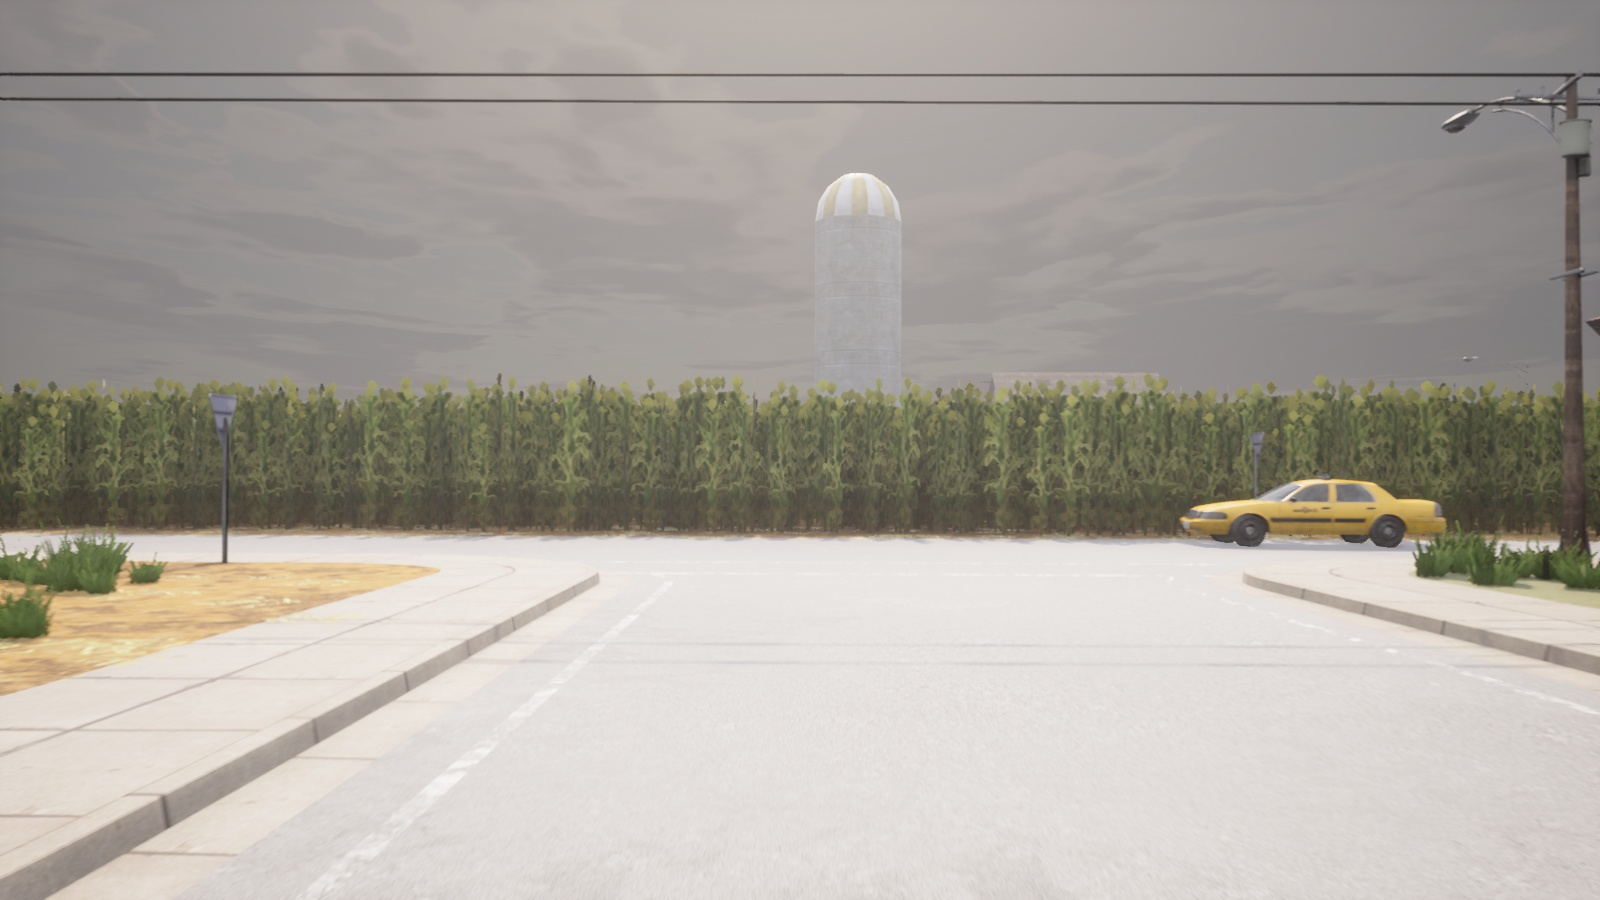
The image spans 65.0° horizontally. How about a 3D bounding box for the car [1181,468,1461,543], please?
[{"bbox_3d":[11.316,1.196,27.529,5.366,1.575,1.801,0,-1,1],"label":"car"}]
